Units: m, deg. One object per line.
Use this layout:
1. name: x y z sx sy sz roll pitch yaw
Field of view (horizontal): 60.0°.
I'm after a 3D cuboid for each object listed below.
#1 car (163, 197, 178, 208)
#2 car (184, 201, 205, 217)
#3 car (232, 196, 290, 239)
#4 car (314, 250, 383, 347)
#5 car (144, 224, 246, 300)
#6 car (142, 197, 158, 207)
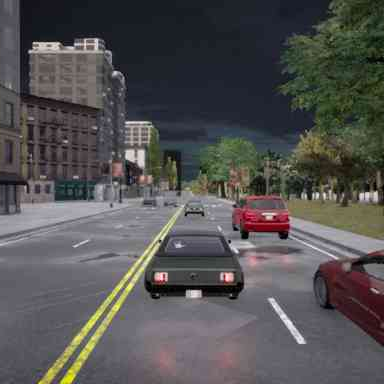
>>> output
1. car: -3.105 1.475 48.690 1.837 1.490 4.892 0 0 1
2. car: 0.218 1.531 31.427 2.033 1.411 5.357 0 0 0
3. car: 3.406 1.214 17.269 2.150 2.045 5.566 0 0 0
4. car: 3.364 1.524 4.805 1.812 1.442 4.674 0 0 0
5. car: 0.073 1.598 8.374 1.895 1.301 4.718 0 0 1
6. car: -6.330 1.514 50.418 2.033 1.411 5.357 0 0 1
